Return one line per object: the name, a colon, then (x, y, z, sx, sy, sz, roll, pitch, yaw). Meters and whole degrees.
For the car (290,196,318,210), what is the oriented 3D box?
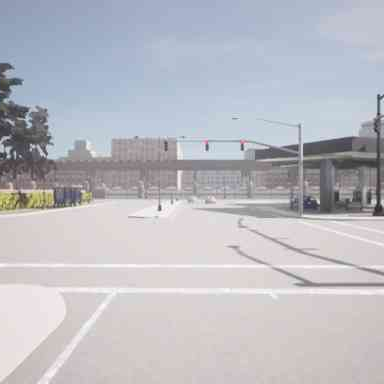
car: (13.263, 1.281, 39.652, 2.242, 1.667, 4.611, 0, 0, 0)

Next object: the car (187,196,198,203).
car: (0.192, 1.503, 66.125, 1.812, 1.442, 4.674, 0, 0, 0)

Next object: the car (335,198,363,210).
car: (19.009, 1.442, 40.407, 1.970, 1.475, 3.806, 0, 0, 0)

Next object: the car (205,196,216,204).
car: (3.585, 1.504, 64.340, 1.812, 1.442, 4.674, 0, 0, 0)
